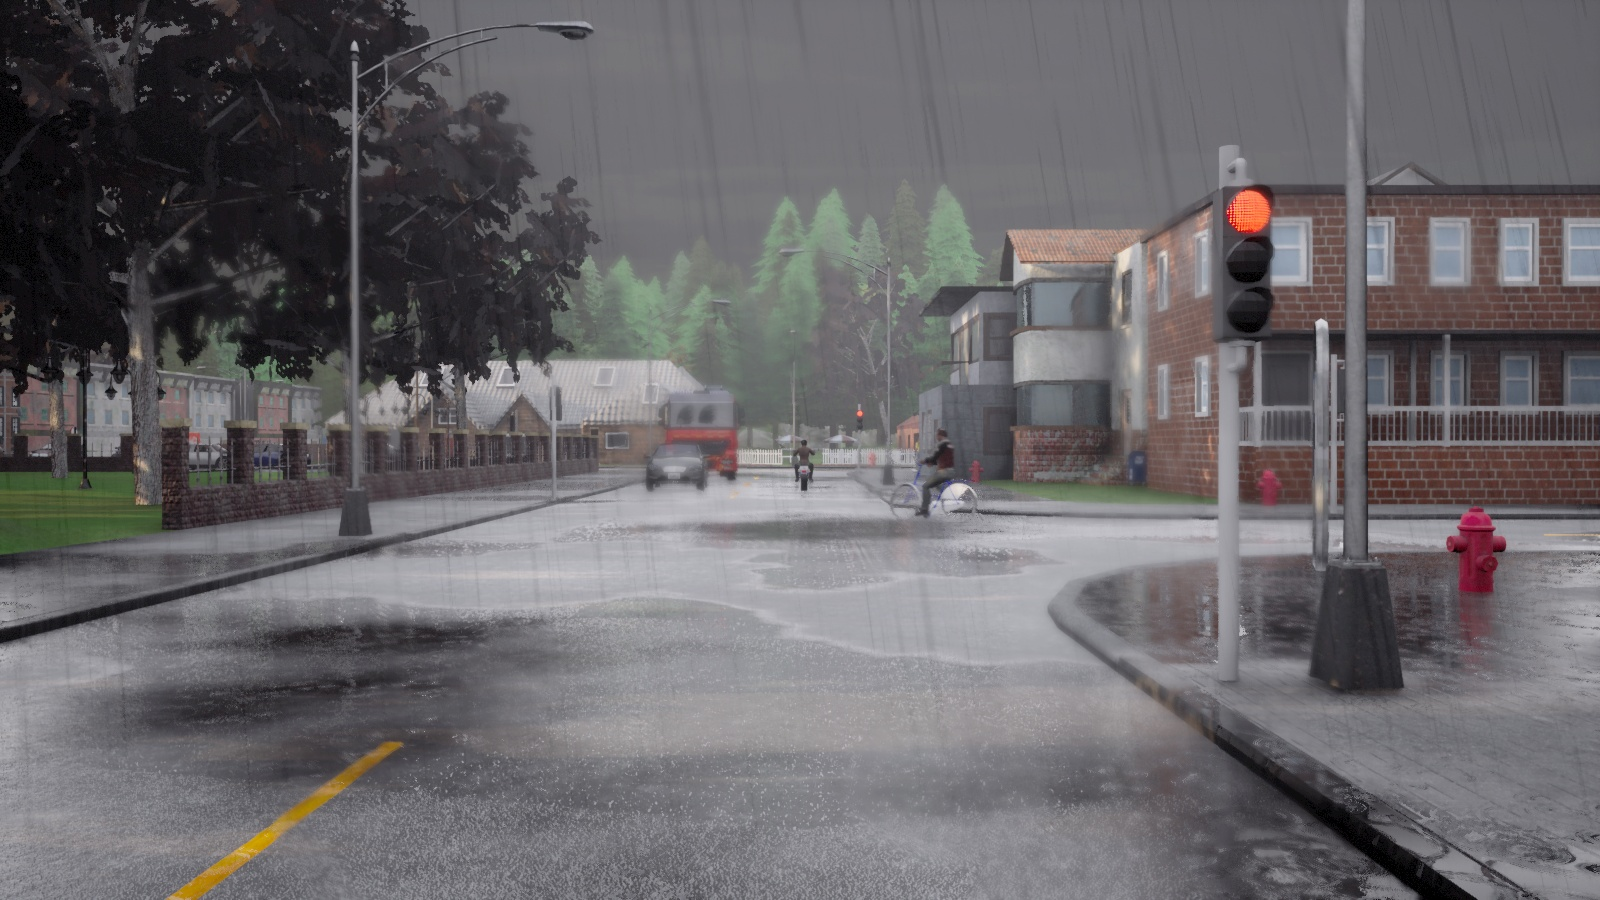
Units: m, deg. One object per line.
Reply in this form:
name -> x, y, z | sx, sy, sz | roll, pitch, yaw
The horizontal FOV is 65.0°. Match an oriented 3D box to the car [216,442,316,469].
car -> -30.422, 0.317, 71.664 | 4.792, 1.488, 2.163 | 0, 0, 0

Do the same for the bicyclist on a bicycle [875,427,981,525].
bicyclist on a bicycle -> 2.384, 0.486, 23.532 | 1.843, 1.776, 0.659 | 1, -2, 35

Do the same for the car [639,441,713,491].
car -> -3.947, 0.470, 40.708 | 2.128, 1.511, 4.902 | 0, 0, -3

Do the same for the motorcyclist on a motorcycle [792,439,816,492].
motorcyclist on a motorcycle -> 0.135, 0.469, 40.355 | 0.766, 1.649, 2.350 | 0, 0, 0

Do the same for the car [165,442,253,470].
car -> -31.765, 0.305, 67.616 | 3.806, 1.475, 1.970 | 0, 0, -1

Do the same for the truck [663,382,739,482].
truck -> -4.037, -0.718, 52.503 | 2.891, 3.827, 8.468 | 0, 0, -3
